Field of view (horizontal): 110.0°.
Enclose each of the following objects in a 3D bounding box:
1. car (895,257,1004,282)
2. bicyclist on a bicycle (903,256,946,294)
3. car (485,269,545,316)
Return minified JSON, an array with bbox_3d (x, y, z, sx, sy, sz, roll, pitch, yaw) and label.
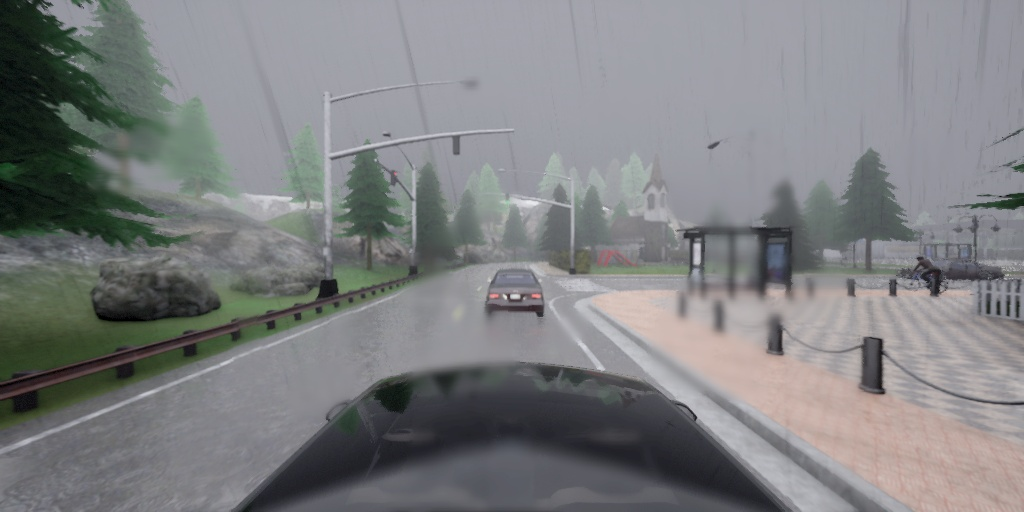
[{"bbox_3d":[28.655,0.971,23.545,5.357,1.411,2.033,0,1,0],"label":"car"},{"bbox_3d":[18.360,0.832,15.990,0.582,1.620,1.656,0,1,0],"label":"bicyclist on a bicycle"},{"bbox_3d":[0.096,1.143,12.508,2.033,1.411,5.357,0,1,0],"label":"car"}]
